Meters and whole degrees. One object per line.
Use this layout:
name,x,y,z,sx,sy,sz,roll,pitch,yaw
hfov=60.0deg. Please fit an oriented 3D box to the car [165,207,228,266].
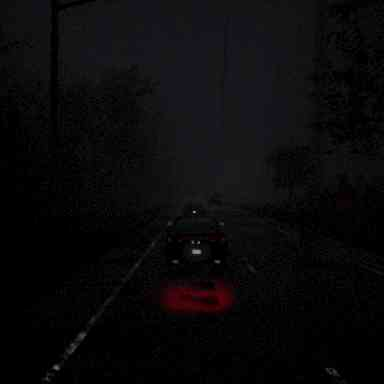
car,0.137,1.510,11.656,1.882,1.535,5.008,0,0,0

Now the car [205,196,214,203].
car,3.771,1.734,73.619,1.812,1.442,4.674,0,0,0

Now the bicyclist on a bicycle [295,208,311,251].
bicyclist on a bicycle,4.512,1.495,13.499,0.582,1.620,1.656,0,0,0

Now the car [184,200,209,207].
car,0.206,1.645,29.666,1.994,1.385,4.181,0,0,0

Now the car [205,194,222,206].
car,3.807,1.384,56.567,2.150,2.045,5.566,0,0,0
